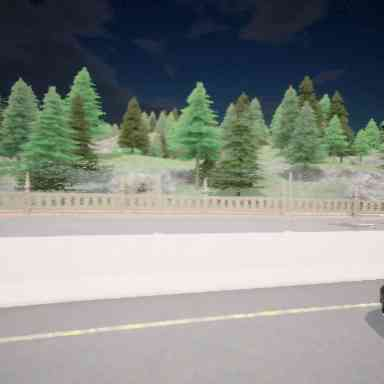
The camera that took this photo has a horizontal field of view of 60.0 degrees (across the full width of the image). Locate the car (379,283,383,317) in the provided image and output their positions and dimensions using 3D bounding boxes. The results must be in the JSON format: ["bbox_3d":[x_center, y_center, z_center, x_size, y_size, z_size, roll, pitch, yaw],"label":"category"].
[{"bbox_3d":[5.249,1.559,4.949,4.892,1.490,1.837,1,1,-15],"label":"car"}]
